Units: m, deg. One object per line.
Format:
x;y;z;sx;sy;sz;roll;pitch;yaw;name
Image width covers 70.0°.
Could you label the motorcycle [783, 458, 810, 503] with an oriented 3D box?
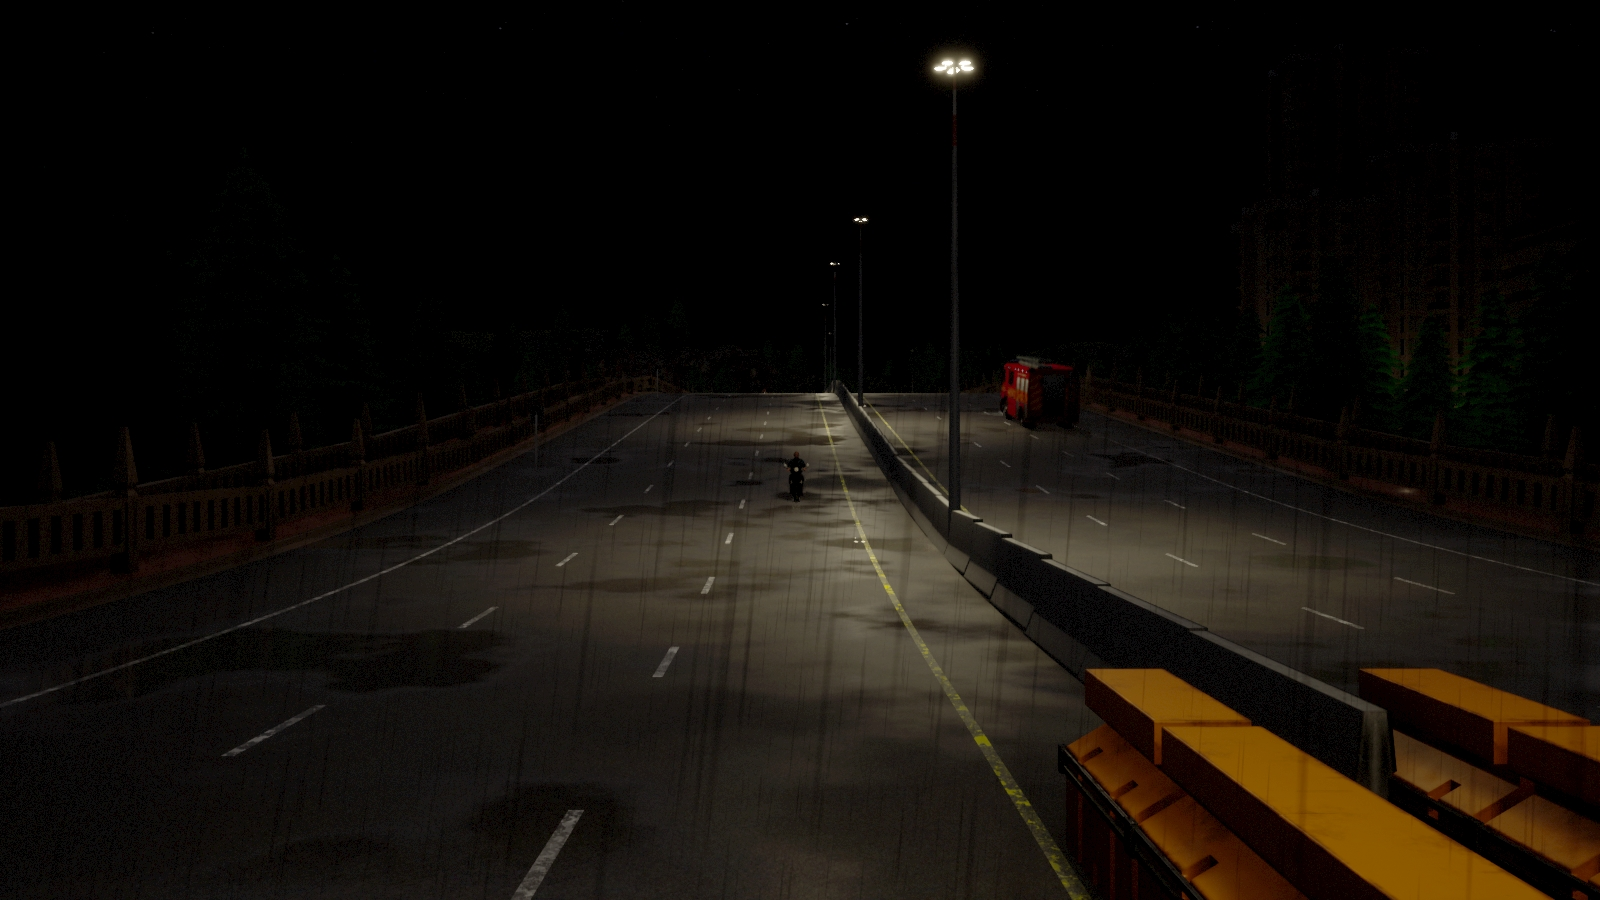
-0.119;0.997;37.939;0.856;1.316;1.805;0;5;0;motorcycle
